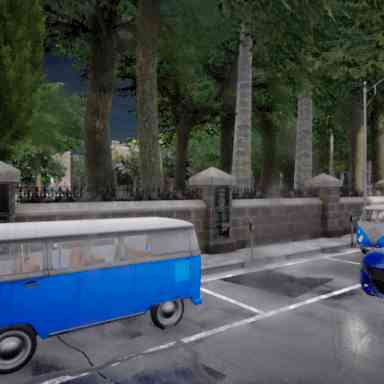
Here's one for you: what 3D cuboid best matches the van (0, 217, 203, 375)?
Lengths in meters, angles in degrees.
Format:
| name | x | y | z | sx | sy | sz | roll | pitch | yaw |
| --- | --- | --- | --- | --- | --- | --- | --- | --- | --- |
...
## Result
| name | x | y | z | sx | sy | sz | roll | pitch | yaw |
| --- | --- | --- | --- | --- | --- | --- | --- | --- | --- |
| van | -1.726 | 1.341 | 5.306 | 3.998 | 1.788 | 1.690 | 0 | 0 | -36 |

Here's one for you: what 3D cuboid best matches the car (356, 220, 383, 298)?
| name | x | y | z | sx | sy | sz | roll | pitch | yaw |
| --- | --- | --- | --- | --- | --- | --- | --- | --- | --- |
| car | 5.747 | 1.474 | 7.492 | 5.008 | 1.535 | 1.882 | 0 | 0 | -36 |

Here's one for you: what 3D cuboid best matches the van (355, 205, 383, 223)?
| name | x | y | z | sx | sy | sz | roll | pitch | yaw |
| --- | --- | --- | --- | --- | --- | --- | --- | --- | --- |
| van | 7.477 | 1.335 | 11.891 | 3.998 | 1.788 | 1.690 | 0 | 0 | -36 |
